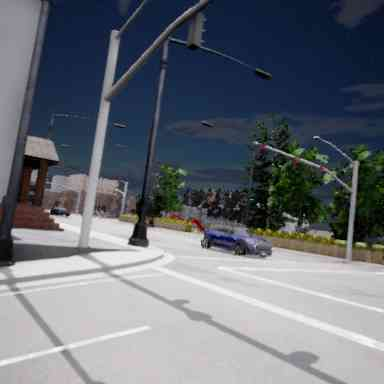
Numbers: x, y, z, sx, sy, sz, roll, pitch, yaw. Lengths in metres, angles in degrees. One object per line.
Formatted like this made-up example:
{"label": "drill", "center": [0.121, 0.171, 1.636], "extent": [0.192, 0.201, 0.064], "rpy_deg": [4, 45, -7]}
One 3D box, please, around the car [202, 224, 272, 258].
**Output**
{"label": "car", "center": [2.673, 2.804, 20.033], "extent": [2.097, 1.767, 4.553], "rpy_deg": [11, -7, -36]}

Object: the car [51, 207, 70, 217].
{"label": "car", "center": [-20.468, 3.071, 51.678], "extent": [2.033, 1.411, 5.357], "rpy_deg": [11, -7, -36]}
